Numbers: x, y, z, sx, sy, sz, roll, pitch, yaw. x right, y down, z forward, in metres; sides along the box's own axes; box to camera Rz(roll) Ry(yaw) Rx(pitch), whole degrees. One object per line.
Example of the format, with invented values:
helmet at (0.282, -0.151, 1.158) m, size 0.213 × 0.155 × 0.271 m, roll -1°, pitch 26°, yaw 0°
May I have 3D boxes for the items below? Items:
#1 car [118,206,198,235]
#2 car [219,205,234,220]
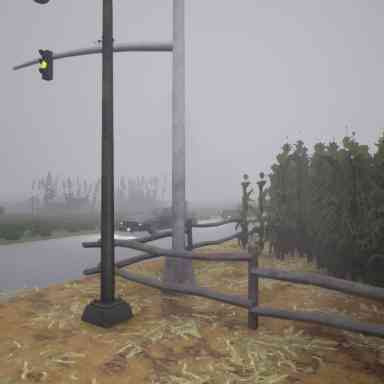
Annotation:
car at (-1.747, 1.547, 19.355) m, size 2.033 × 1.411 × 5.357 m, roll 0°, pitch 0°, yaw 35°
car at (4.188, 1.601, 27.761) m, size 1.895 × 1.301 × 4.718 m, roll 0°, pitch 0°, yaw 36°
